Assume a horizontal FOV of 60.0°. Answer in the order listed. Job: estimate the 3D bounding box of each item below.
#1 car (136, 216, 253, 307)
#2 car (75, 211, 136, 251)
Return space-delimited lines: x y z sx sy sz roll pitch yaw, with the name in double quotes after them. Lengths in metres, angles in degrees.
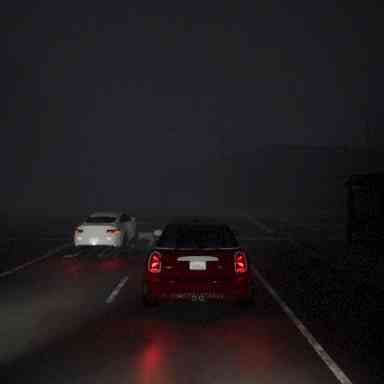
0.103 1.352 8.148 2.097 1.767 4.553 0 0 0 "car"
-3.457 1.525 13.933 1.812 1.442 4.674 0 0 -1 "car"
